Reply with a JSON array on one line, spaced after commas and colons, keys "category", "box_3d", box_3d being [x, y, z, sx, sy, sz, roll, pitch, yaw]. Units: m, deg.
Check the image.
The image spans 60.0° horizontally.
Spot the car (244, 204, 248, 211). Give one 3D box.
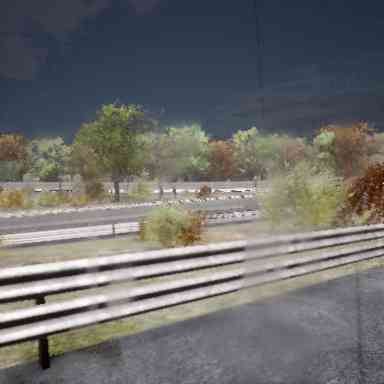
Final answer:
[{"category": "car", "box_3d": [10.368, 2.240, 52.982, 4.181, 1.385, 1.994, -4, 2, -19]}]

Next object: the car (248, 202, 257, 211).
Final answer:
[{"category": "car", "box_3d": [11.581, 2.271, 49.701, 5.357, 1.411, 2.033, -4, 2, -19]}]
